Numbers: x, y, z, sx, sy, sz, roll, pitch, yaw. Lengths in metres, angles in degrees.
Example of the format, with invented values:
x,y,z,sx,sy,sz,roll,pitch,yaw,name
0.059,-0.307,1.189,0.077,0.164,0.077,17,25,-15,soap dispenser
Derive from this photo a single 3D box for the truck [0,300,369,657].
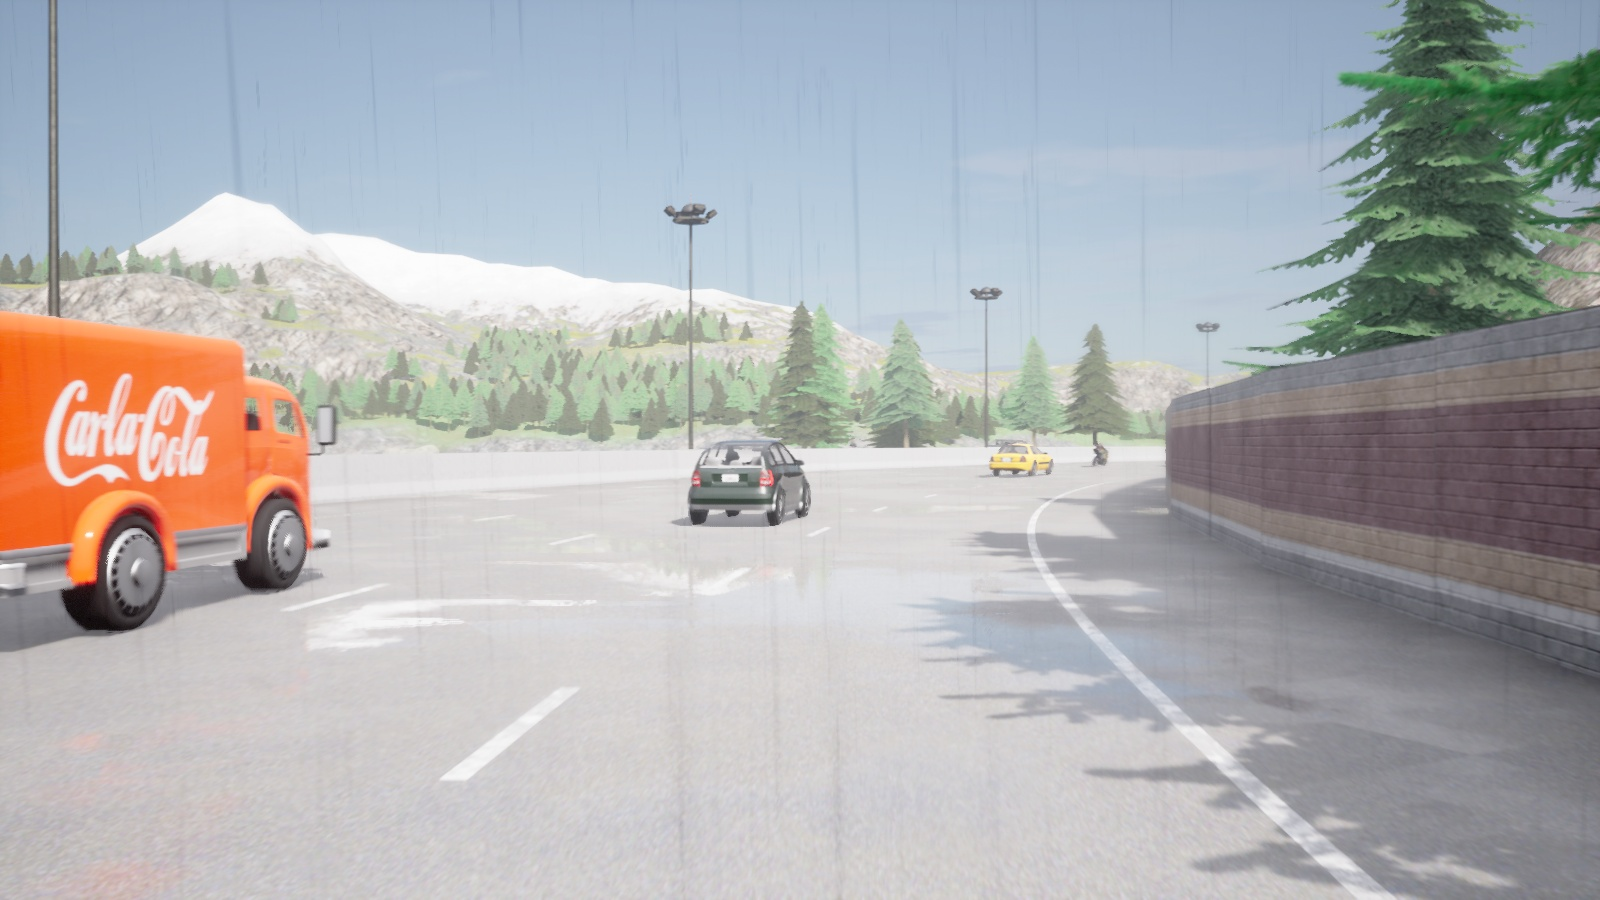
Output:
x,y,z,sx,sy,sz,roll,pitch,yaw,name
-6.338,0.187,11.399,2.627,2.467,5.204,0,0,6,truck

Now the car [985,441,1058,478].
x,y,z,sx,sy,sz,roll,pitch,yaw,name
10.009,0.379,56.441,1.801,1.575,5.366,0,0,26,car

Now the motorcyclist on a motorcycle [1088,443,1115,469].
x,y,z,sx,sy,sz,roll,pitch,yaw,name
18.730,0.364,78.046,0.866,1.530,2.191,1,1,35,motorcyclist on a motorcycle

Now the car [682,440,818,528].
x,y,z,sx,sy,sz,roll,pitch,yaw,name
-0.869,0.588,24.173,1.789,1.549,3.705,0,0,11,car
